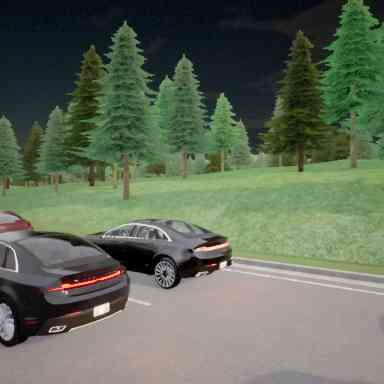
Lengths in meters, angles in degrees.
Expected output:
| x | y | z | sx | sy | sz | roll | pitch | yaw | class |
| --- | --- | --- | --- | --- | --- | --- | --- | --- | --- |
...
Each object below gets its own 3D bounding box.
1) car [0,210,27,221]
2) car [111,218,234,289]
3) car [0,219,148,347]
| x | y | z | sx | sy | sz | roll | pitch | yaw | class |
| --- | --- | --- | --- | --- | --- | --- | --- | --- | --- |
| -8.745 | 1.526 | 14.568 | 4.674 | 1.442 | 1.812 | 0 | 0 | 36 | car |
| -1.242 | 1.492 | 9.197 | 4.902 | 1.511 | 2.128 | 0 | 0 | 35 | car |
| -3.315 | 1.505 | 6.373 | 4.892 | 1.490 | 1.837 | 0 | 0 | 36 | car |
